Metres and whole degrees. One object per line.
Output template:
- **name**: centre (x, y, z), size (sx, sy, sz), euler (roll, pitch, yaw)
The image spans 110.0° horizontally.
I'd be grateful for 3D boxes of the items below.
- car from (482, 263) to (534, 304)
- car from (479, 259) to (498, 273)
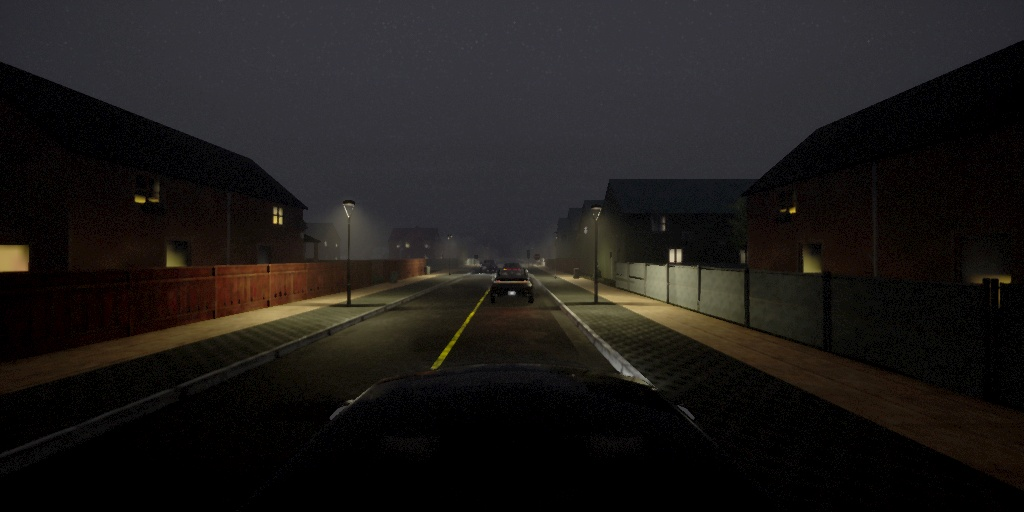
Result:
- **car**: centre (0.000, 1.246, 16.500), size (2.128, 1.511, 4.902), euler (0, 0, 0)
- **car**: centre (-2.750, 1.161, 43.532), size (2.097, 1.767, 4.553), euler (0, 0, 0)
